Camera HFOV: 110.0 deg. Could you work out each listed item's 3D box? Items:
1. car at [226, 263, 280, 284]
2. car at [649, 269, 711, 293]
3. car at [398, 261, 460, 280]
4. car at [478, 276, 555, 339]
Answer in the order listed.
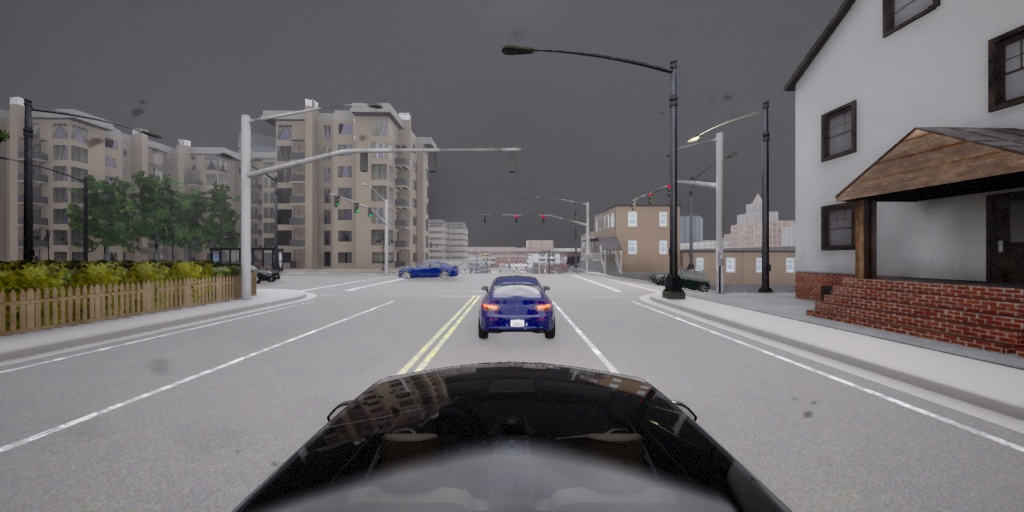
[{"bbox_3d":[-19.815,1.254,26.487,4.892,1.490,1.837,0,0,1],"label":"car"},{"bbox_3d":[13.861,1.856,29.691,4.553,1.767,2.097,8,0,0],"label":"car"},{"bbox_3d":[-6.925,1.202,29.990,5.008,1.535,1.882,0,0,1],"label":"car"},{"bbox_3d":[0.110,1.276,9.991,1.812,1.442,4.674,0,0,0],"label":"car"}]
